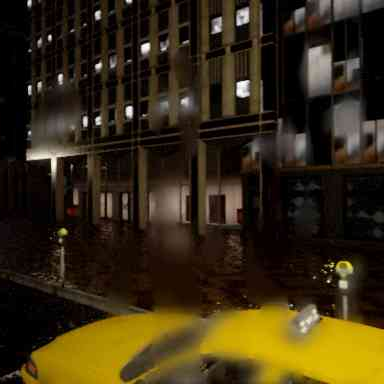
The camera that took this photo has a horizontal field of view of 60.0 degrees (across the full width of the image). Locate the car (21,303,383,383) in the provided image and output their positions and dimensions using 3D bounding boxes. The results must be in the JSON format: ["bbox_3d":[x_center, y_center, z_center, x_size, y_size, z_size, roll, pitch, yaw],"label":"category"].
[{"bbox_3d":[0.562,1.521,2.484,4.829,1.417,1.752,0,0,35],"label":"car"}]
